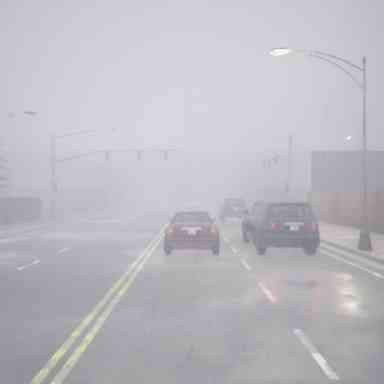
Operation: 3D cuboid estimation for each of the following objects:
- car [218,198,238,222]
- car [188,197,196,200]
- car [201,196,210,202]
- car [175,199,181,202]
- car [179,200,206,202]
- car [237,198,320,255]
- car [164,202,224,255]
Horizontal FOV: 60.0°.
[{"bbox_3d":[3.504,1.500,29.025,2.150,2.045,5.566,0,0,1],"label":"car"},{"bbox_3d":[-0.029,2.180,88.194,2.097,1.767,4.553,0,-1,0],"label":"car"},{"bbox_3d":[3.471,2.051,88.261,2.150,2.045,5.566,0,-1,0],"label":"car"},{"bbox_3d":[-3.529,2.440,86.534,1.895,1.301,4.718,0,-1,0],"label":"car"},{"bbox_3d":[-0.048,1.766,29.486,1.882,1.535,5.008,0,0,-1],"label":"car"},{"bbox_3d":[3.496,1.354,14.031,2.150,2.045,5.566,0,0,0],"label":"car"},{"bbox_3d":[-0.001,1.489,14.094,2.097,1.767,4.553,0,-1,0],"label":"car"}]
